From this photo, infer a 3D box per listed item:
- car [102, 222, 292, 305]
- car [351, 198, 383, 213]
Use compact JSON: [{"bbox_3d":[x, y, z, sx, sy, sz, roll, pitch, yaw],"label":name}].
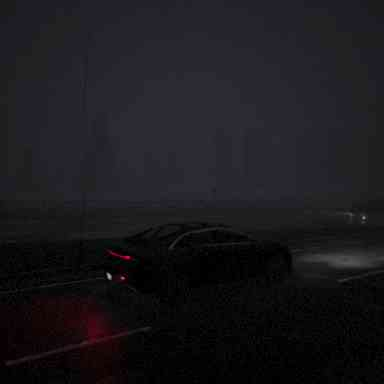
[{"bbox_3d":[0.350,1.477,8.028,4.902,1.511,2.128,0,0,-34],"label":"car"},{"bbox_3d":[19.307,1.464,35.843,4.892,1.490,1.837,1,0,-26],"label":"car"}]
